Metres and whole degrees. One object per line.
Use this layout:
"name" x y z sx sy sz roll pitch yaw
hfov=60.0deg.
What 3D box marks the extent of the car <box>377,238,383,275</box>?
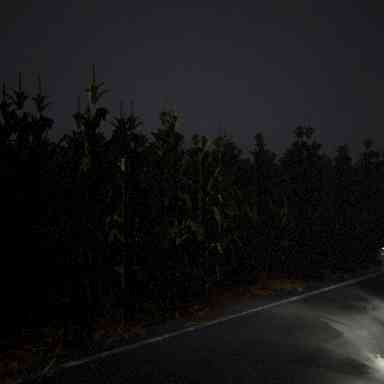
"car" 7.025 1.222 8.551 5.566 2.045 2.150 0 0 -36
